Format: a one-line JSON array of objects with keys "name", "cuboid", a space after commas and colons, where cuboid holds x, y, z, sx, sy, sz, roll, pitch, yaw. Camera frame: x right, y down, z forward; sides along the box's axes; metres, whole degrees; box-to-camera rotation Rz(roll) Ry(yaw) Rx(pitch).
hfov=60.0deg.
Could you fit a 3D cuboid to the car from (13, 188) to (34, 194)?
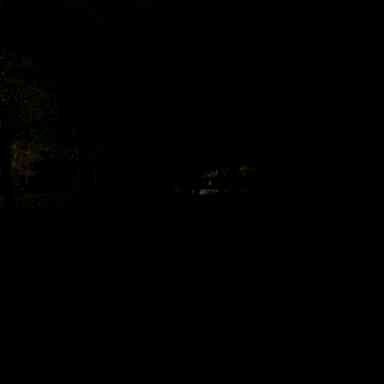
[{"name": "car", "cuboid": [-36.360, -0.088, 71.258, 2.128, 1.511, 4.902, -2, 0, 34]}]
